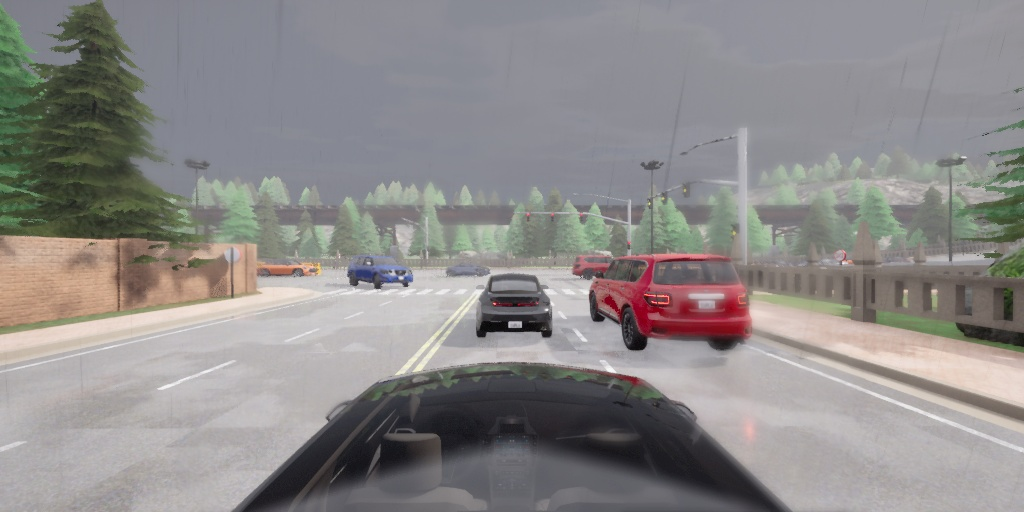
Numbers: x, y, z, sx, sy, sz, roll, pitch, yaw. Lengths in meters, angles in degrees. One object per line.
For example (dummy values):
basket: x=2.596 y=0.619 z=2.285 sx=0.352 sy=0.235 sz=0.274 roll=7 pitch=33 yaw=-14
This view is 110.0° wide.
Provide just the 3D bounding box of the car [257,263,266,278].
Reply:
car: x=-23.954 y=1.351 z=30.244 sx=4.718 sy=1.301 sz=1.895 roll=0 pitch=0 yaw=0

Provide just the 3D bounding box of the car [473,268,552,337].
car: x=0.023 y=1.255 z=10.260 sx=1.837 sy=1.490 sz=4.892 roll=0 pitch=0 yaw=-1

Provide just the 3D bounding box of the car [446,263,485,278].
car: x=-4.121 y=1.314 z=33.775 sx=4.181 sy=1.385 sz=1.994 roll=0 pitch=0 yaw=0

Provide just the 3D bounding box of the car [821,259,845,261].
car: x=34.189 y=1.287 z=41.059 sx=5.357 sy=1.411 sz=2.033 roll=0 pitch=0 yaw=0

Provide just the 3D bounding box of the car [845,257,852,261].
car: x=39.230 y=1.183 z=44.584 sx=4.674 sy=1.442 sz=1.812 roll=-1 pitch=0 yaw=0

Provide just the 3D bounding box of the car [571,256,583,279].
car: x=7.823 y=0.971 z=30.291 sx=5.566 sy=2.045 sz=2.150 roll=0 pitch=0 yaw=0

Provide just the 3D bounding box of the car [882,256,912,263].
car: x=42.821 y=0.891 z=41.097 sx=4.553 sy=1.767 sz=2.097 roll=-2 pitch=0 yaw=0

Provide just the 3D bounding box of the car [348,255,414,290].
car: x=-8.551 y=0.972 z=23.121 sx=5.566 sy=2.045 sz=2.150 roll=0 pitch=-2 yaw=43

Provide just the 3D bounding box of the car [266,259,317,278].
car: x=-20.943 y=1.103 z=33.748 sx=4.553 sy=1.767 sz=2.097 roll=0 pitch=0 yaw=0

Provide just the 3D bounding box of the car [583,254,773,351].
car: x=3.519 y=0.971 z=9.158 sx=2.150 sy=2.045 sz=5.566 roll=0 pitch=0 yaw=0

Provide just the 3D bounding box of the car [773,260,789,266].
car: x=25.543 y=1.241 z=33.821 sx=4.902 sy=1.511 sz=2.128 roll=0 pitch=0 yaw=0

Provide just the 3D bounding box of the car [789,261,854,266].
car: x=23.738 y=1.314 z=26.816 sx=4.181 sy=1.385 sz=1.994 roll=0 pitch=0 yaw=0

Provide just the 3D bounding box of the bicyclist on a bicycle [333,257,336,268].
bicyclist on a bicycle: x=-27.397 y=1.051 z=55.722 sx=0.582 sy=1.620 sz=1.656 roll=0 pitch=0 yaw=0
